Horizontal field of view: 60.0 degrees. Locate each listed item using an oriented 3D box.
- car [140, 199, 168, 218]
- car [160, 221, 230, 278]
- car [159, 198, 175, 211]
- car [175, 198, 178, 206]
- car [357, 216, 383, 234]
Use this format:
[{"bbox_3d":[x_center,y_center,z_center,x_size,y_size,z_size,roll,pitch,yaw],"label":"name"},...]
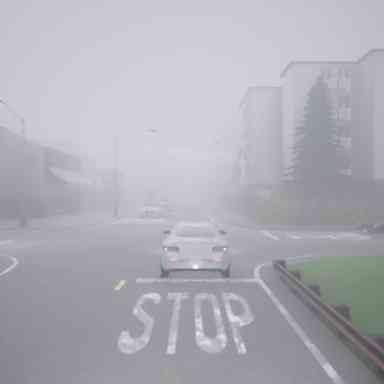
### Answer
[{"bbox_3d":[-3.652,1.646,31.269,1.812,1.442,4.674,0,0,2],"label":"car"},{"bbox_3d":[0.089,1.619,10.203,1.812,1.442,4.674,0,-3,0],"label":"car"},{"bbox_3d":[-3.611,1.517,42.299,2.097,1.767,4.553,0,-1,0],"label":"car"},{"bbox_3d":[-3.538,1.760,61.153,1.812,1.442,4.674,0,0,0],"label":"car"},{"bbox_3d":[12.560,1.798,19.358,5.357,1.411,2.033,0,0,-7],"label":"car"}]
